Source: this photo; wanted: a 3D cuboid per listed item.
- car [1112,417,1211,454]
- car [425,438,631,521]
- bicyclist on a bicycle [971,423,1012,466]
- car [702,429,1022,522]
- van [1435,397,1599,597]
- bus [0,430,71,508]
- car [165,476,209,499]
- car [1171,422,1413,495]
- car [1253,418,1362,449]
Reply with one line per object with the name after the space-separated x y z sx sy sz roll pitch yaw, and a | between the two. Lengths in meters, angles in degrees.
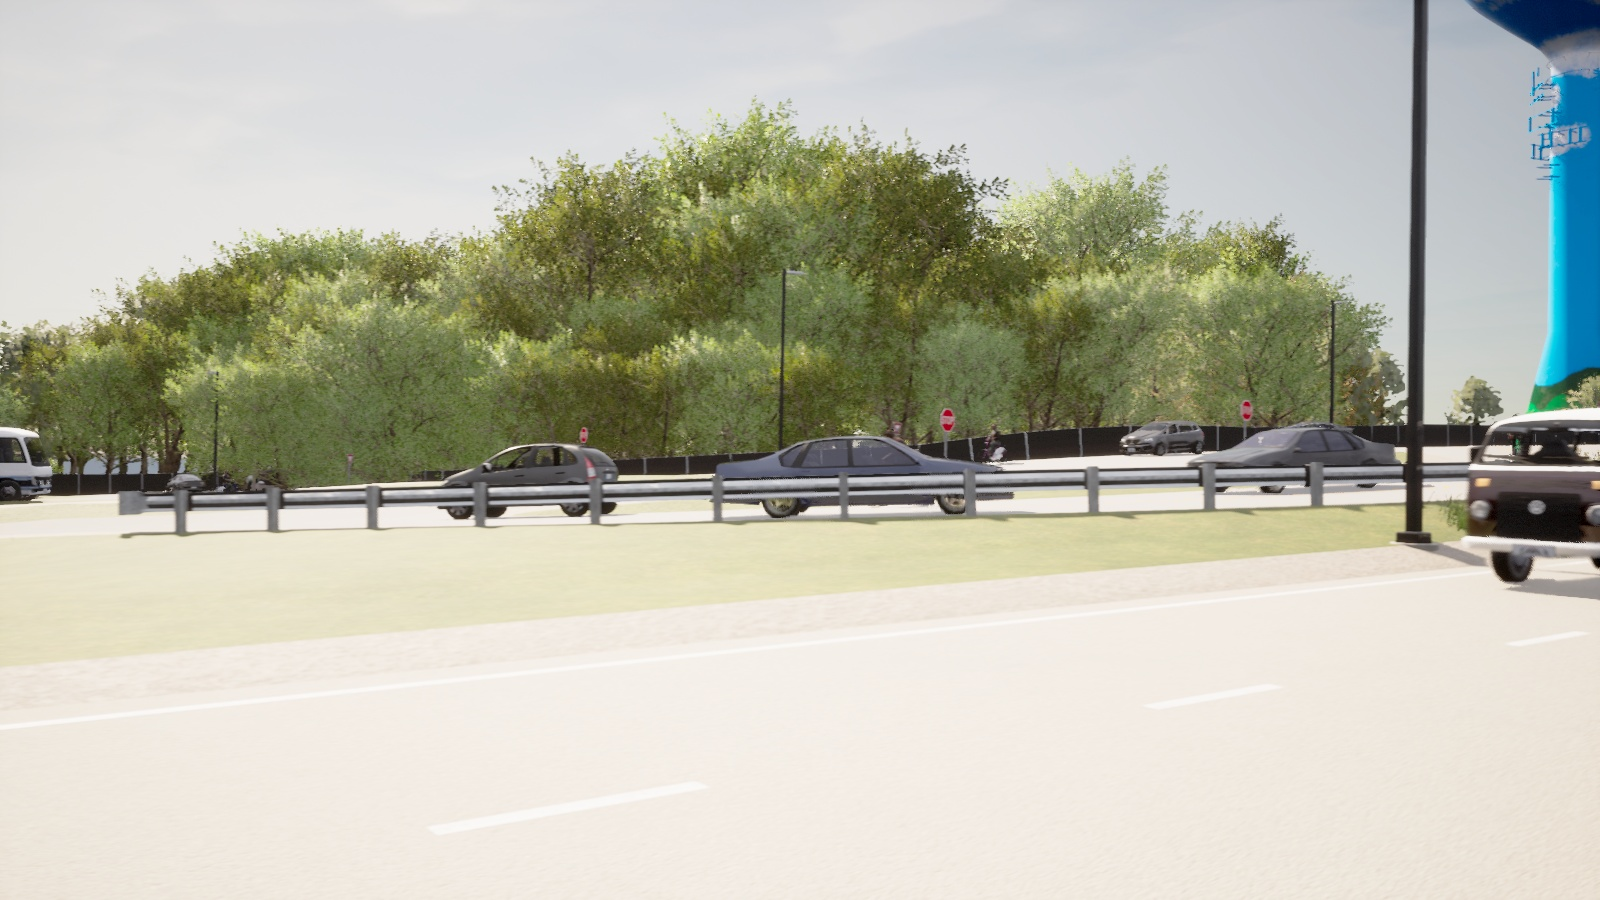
17.654 -0.718 61.270 4.611 1.667 2.242 -2 1 -36 | car
-5.953 0.664 27.672 3.988 1.617 1.851 -2 -2 14 | car
8.325 -0.260 54.544 1.843 1.776 0.659 -3 2 -39 | bicyclist on a bicycle
1.134 0.446 22.183 5.357 1.411 2.033 -2 -1 7 | car
9.600 0.477 14.604 4.480 2.038 2.069 0 0 -35 | van
-46.755 1.038 69.647 10.273 4.253 3.944 0 0 -15 | bus
-41.094 2.510 84.137 1.812 1.442 4.674 0 -1 -36 | car
11.097 0.163 28.212 5.357 1.411 2.033 -2 0 -28 | car
26.767 -0.890 66.344 4.902 1.511 2.128 -1 1 0 | car
